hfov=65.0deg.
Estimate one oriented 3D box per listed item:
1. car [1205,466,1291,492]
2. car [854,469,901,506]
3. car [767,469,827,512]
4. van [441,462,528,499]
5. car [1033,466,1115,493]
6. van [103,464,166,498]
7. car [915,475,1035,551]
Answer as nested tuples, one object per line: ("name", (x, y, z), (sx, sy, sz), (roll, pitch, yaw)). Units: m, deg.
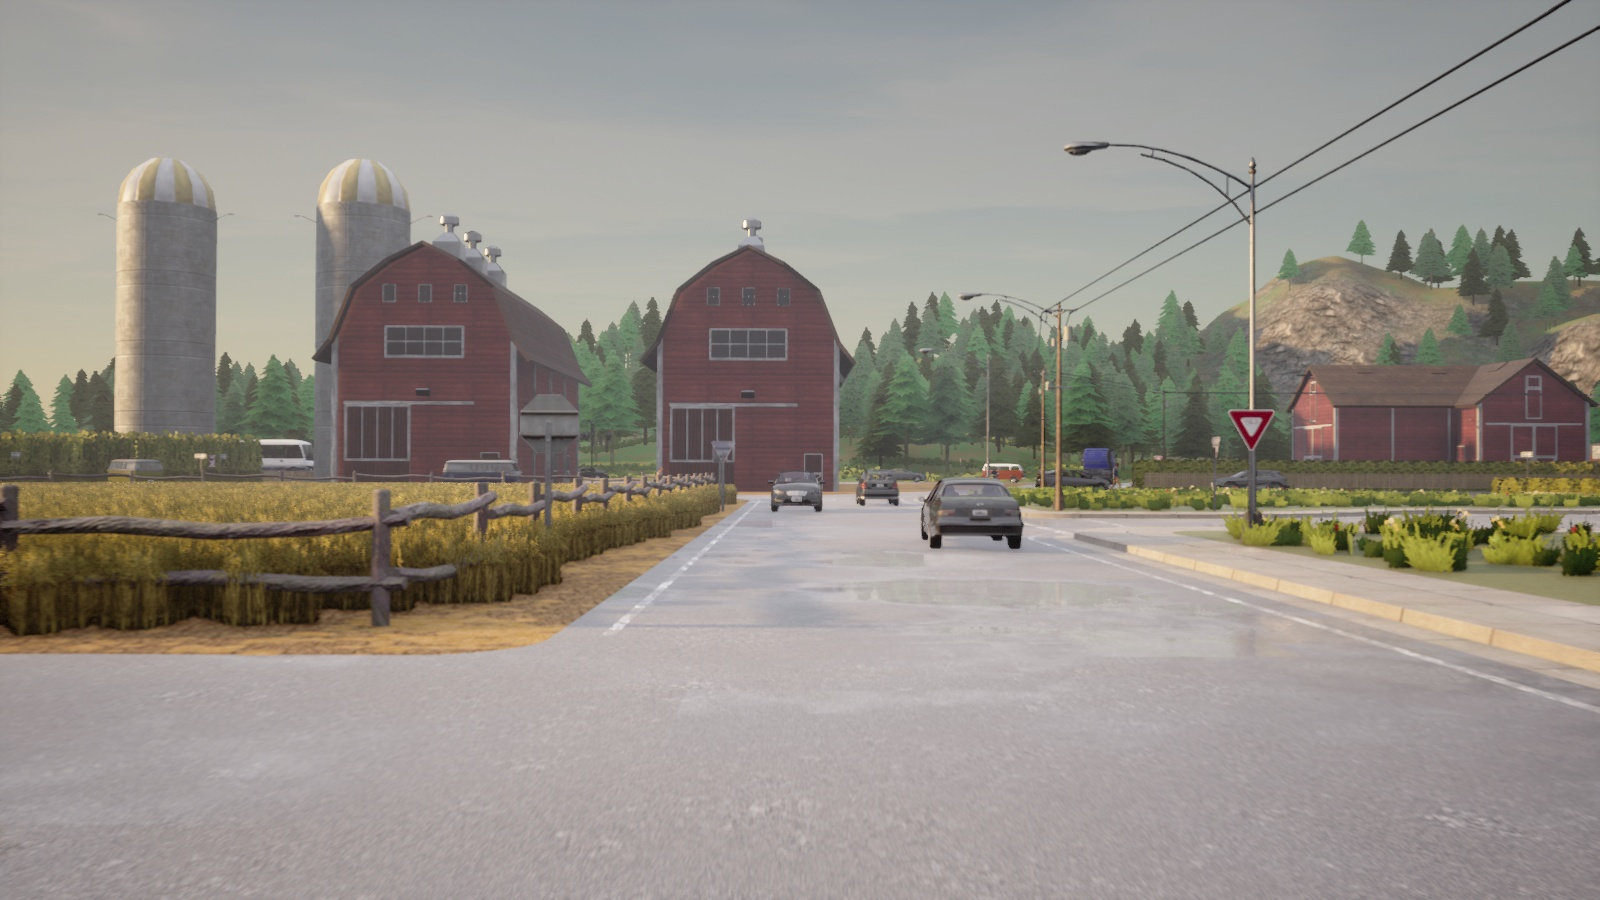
("car", (29.063, 1.855, 81.581), (4.856, 1.649, 2.033), (0, -1, 0))
("car", (3.355, 1.605, 54.933), (1.789, 1.549, 3.705), (0, -1, -1))
("car", (-0.114, 1.475, 46.857), (2.128, 1.511, 4.902), (0, -1, 0))
("van", (-17.523, 1.688, 69.917), (4.442, 1.987, 1.775), (0, -1, -3))
("car", (16.917, 1.814, 77.569), (4.514, 1.525, 2.007), (1, 0, -11))
("van", (-40.529, 1.879, 76.490), (4.442, 1.987, 1.775), (-1, -1, 39))
("car", (3.538, 1.242, 26.351), (2.033, 1.411, 5.357), (0, -1, 3))
